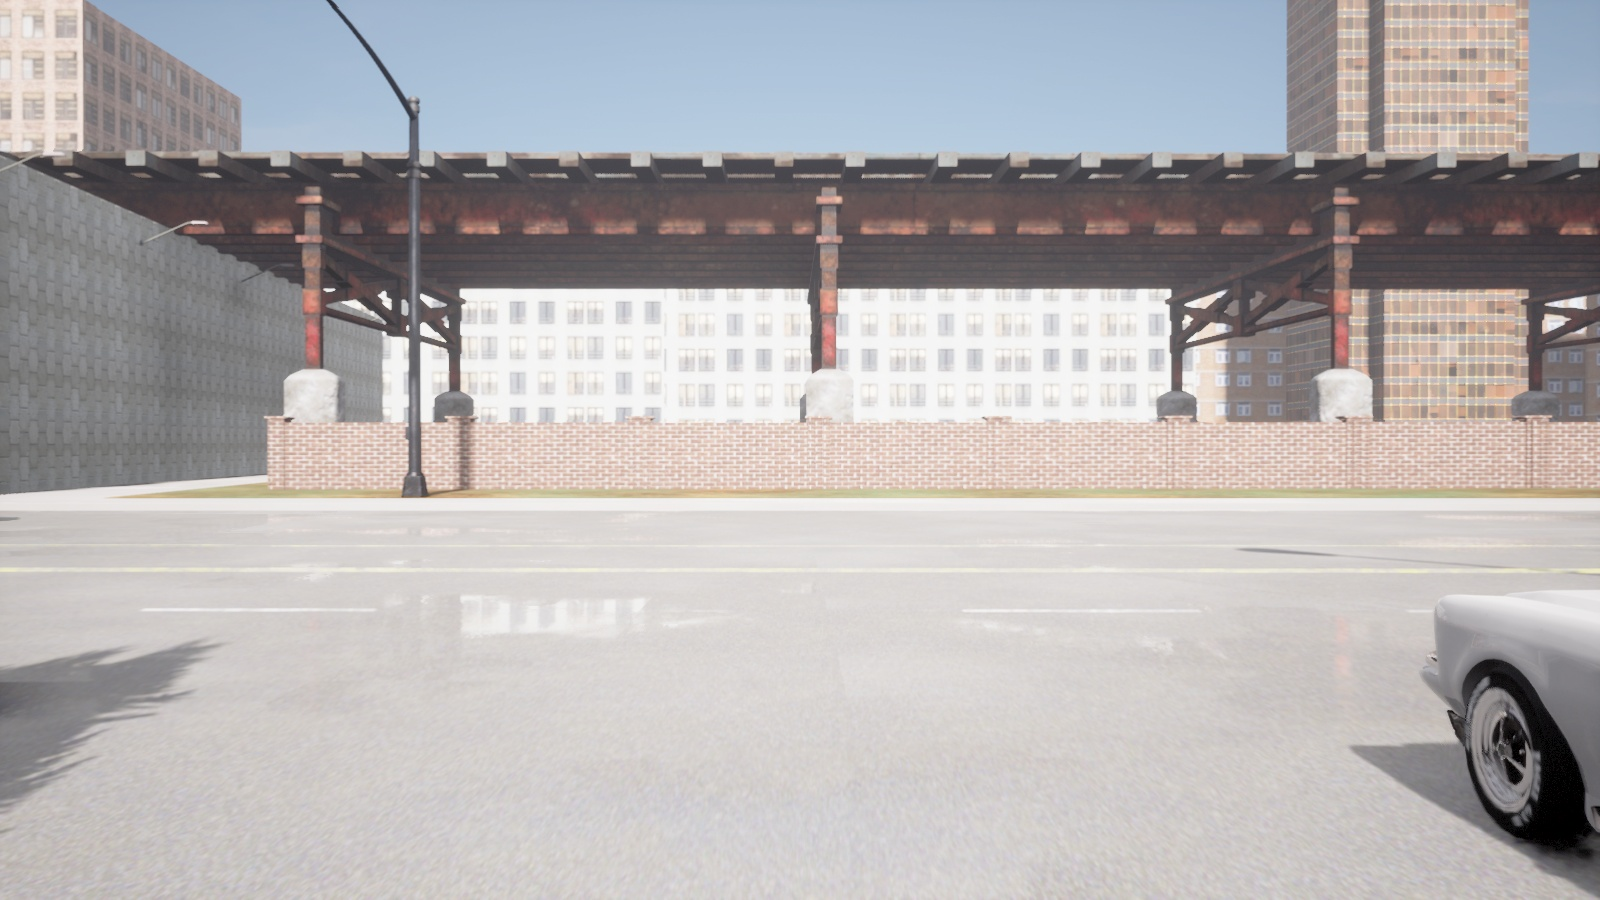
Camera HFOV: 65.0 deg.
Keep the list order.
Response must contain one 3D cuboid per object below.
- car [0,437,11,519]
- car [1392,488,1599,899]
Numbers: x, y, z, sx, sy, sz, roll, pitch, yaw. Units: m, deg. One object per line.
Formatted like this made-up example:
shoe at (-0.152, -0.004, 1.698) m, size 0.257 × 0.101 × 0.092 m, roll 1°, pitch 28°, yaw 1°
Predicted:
car at (-18.039, 0.538, 23.554) m, size 5.366 × 1.575 × 1.801 m, roll 0°, pitch 0°, yaw 1°
car at (3.543, 0.832, 3.192) m, size 1.895 × 1.301 × 4.718 m, roll 0°, pitch 0°, yaw 1°
